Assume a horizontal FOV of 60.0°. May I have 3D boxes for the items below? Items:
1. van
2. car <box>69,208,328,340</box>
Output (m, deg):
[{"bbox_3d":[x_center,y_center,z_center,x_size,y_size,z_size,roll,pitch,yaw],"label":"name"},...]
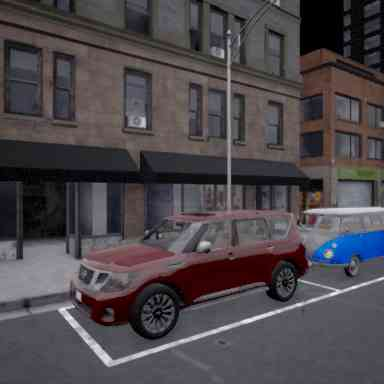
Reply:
[{"bbox_3d":[4.732,1.339,9.909,3.998,1.788,1.690,0,0,-36],"label":"van"},{"bbox_3d":[0.253,1.314,6.715,5.009,1.841,2.192,0,0,-35],"label":"car"}]
